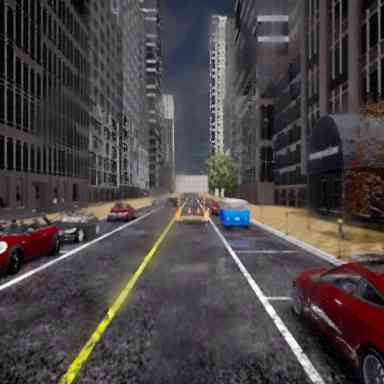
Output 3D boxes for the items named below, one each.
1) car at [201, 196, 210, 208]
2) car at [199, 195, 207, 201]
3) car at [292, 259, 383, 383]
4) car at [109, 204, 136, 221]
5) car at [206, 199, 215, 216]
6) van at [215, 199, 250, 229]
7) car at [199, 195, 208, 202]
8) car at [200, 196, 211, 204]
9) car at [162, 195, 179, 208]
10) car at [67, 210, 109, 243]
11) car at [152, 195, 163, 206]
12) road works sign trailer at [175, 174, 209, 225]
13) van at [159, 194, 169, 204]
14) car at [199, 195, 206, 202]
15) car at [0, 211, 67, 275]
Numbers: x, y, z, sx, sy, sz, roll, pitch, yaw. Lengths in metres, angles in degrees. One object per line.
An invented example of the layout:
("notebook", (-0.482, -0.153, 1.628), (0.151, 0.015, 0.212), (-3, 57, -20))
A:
("car", (2.688, 1.636, 50.120), (1.802, 1.307, 4.206), (0, 0, 0))
("car", (2.686, 1.491, 84.275), (1.967, 1.590, 4.097), (0, 0, 0))
("car", (2.690, 1.590, 4.582), (1.802, 1.307, 4.206), (0, 0, 0))
("car", (-5.692, 1.613, 27.353), (1.802, 1.307, 4.206), (0, 0, 0))
("car", (2.688, 1.619, 33.042), (1.802, 1.307, 4.206), (0, 0, 0))
("van", (2.689, 1.367, 21.659), (1.690, 1.788, 3.998), (0, 0, 0))
("car", (2.687, 1.494, 78.583), (1.967, 1.590, 4.097), (0, 0, 0))
("car", (2.687, 1.610, 67.198), (2.008, 1.369, 4.403), (0, 0, 0))
("car", (-3.083, 1.558, 50.547), (1.837, 1.490, 4.892), (0, 0, 0))
("car", (-5.691, 1.571, 15.968), (2.008, 1.369, 4.403), (0, 0, 0))
("car", (-5.693, 1.608, 55.816), (2.008, 1.369, 4.403), (0, 0, 0))
("road works sign trailer", (-0.001, 0.492, 23.678), (2.380, 3.560, 2.880), (0, 0, 0))
("van", (-5.693, 1.401, 67.201), (1.690, 1.788, 3.998), (0, 0, 0))
("car", (2.687, 1.611, 61.505), (2.008, 1.369, 4.403), (0, 0, 0))
("car", (-5.691, 1.455, 10.276), (1.967, 1.590, 4.097), (0, 0, 0))
